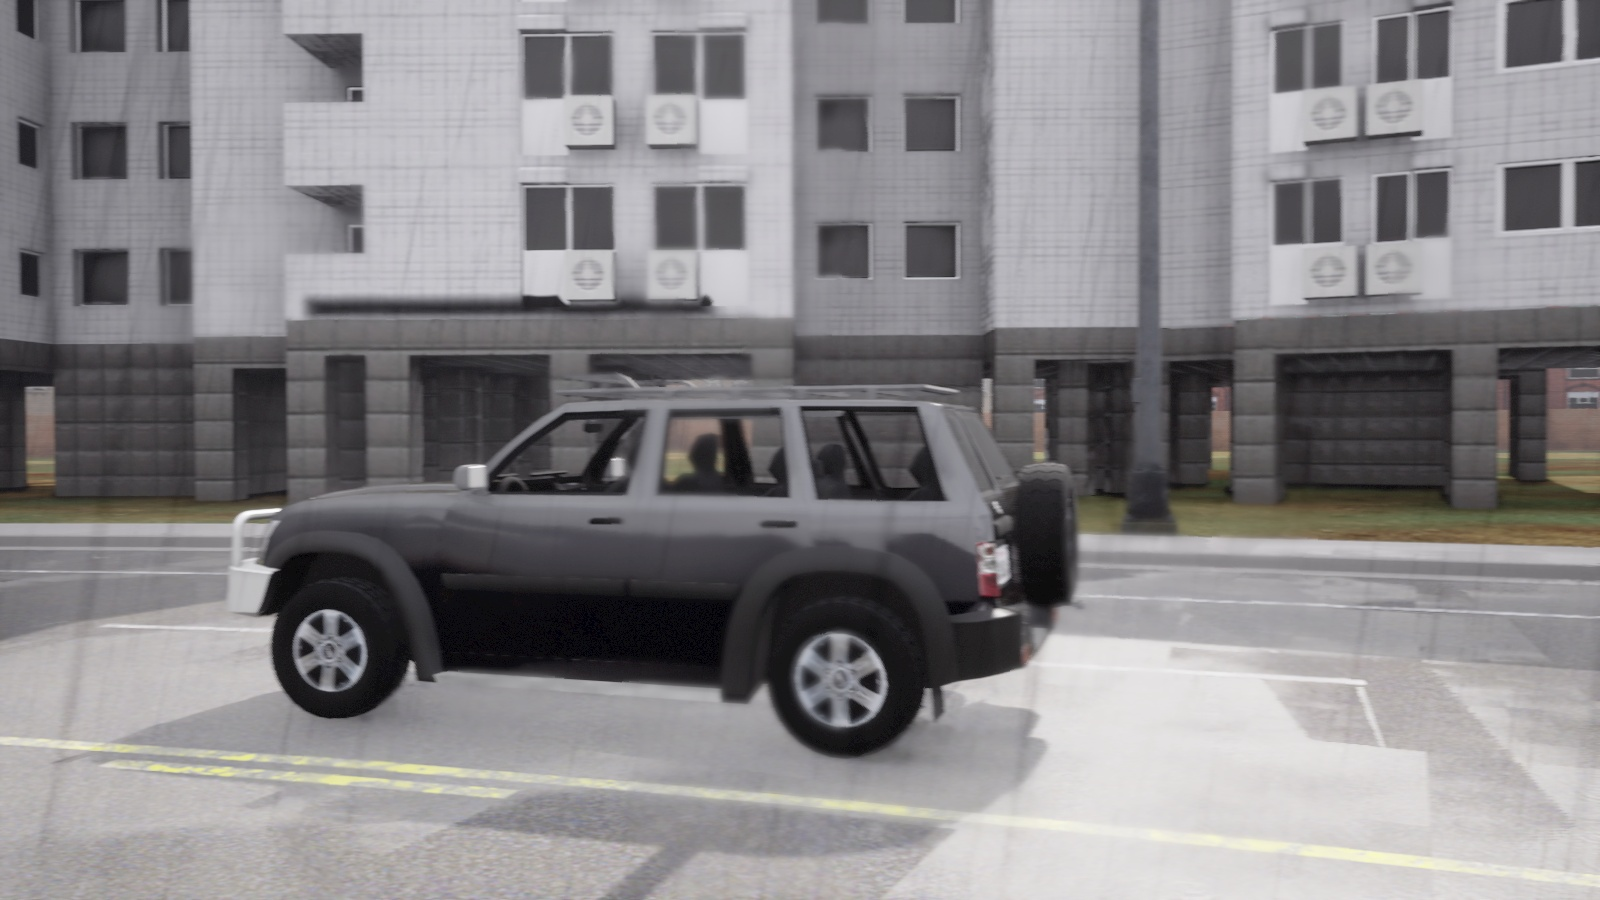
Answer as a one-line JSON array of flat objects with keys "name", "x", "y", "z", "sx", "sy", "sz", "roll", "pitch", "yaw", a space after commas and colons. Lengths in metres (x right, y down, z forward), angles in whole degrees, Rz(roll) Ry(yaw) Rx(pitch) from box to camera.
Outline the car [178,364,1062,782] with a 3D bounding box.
[{"name": "car", "x": -0.944, "y": 0.518, "z": 7.173, "sx": 4.605, "sy": 1.855, "sz": 1.932, "roll": 0, "pitch": 1, "yaw": 17}]
